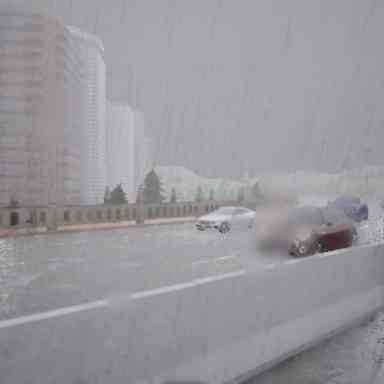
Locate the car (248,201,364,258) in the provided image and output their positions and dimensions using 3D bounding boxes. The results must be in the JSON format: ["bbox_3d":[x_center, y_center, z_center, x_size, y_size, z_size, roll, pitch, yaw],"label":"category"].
[{"bbox_3d":[4.424,1.392,12.503,4.553,1.767,2.097,0,0,-44],"label":"car"}]

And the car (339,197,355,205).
[{"bbox_3d":[29.621,1.672,63.798,1.812,1.442,4.674,0,0,12],"label":"car"}]

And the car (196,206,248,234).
[{"bbox_3d":[2.276,1.597,20.100,1.812,1.442,4.674,0,0,45],"label":"car"}]

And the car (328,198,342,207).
[{"bbox_3d":[23.912,1.694,55.843,1.812,1.442,4.674,0,0,18],"label":"car"}]

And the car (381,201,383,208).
[{"bbox_3d":[28.294,1.695,47.311,1.994,1.385,4.181,0,0,22],"label":"car"}]

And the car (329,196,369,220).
[{"bbox_3d":[12.566,1.304,26.545,2.150,2.045,5.566,0,-1,37],"label":"car"}]
